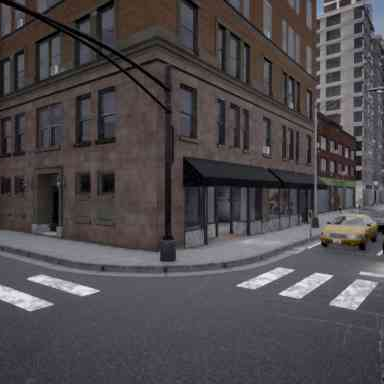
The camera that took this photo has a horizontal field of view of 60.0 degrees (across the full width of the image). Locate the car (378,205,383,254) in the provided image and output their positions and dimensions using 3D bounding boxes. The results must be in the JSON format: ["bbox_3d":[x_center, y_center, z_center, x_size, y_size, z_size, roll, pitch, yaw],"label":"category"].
[{"bbox_3d":[8.394,1.373,11.941,2.097,1.767,4.553,0,0,39],"label":"car"}]

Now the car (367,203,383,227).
[{"bbox_3d":[13.803,1.545,23.540,1.752,1.417,4.829,0,0,37],"label":"car"}]

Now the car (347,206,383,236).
[{"bbox_3d":[10.485,1.586,19.172,1.947,1.339,4.313,0,0,37],"label":"car"}]

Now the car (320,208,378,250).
[{"bbox_3d":[6.962,1.544,14.533,1.752,1.417,4.829,0,0,37],"label":"car"}]
